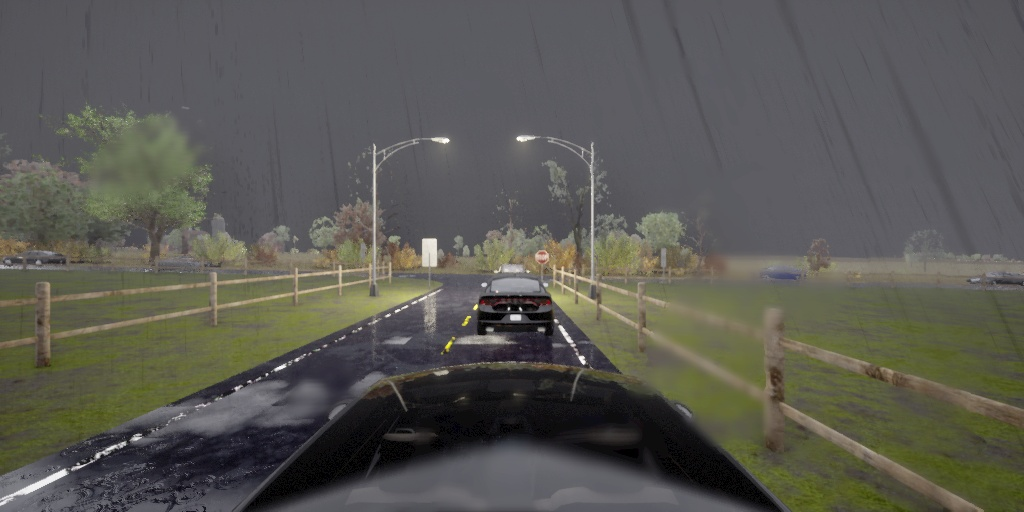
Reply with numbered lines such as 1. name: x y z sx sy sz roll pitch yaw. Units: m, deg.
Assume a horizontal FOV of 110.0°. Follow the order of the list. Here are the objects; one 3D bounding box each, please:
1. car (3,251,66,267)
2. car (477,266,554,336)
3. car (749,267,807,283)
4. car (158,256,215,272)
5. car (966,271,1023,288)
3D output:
1. car: -46.976 0.244 35.431 4.892 1.490 1.837 1 1 0
2. car: 0.086 1.225 10.472 1.882 1.535 5.008 0 0 0
3. car: 26.341 1.797 35.554 5.008 1.535 1.882 1 1 0
4. car: -29.552 0.718 32.551 4.181 1.385 1.994 1 1 0
5. car: 48.173 2.271 35.489 4.902 1.511 2.128 1 1 0
